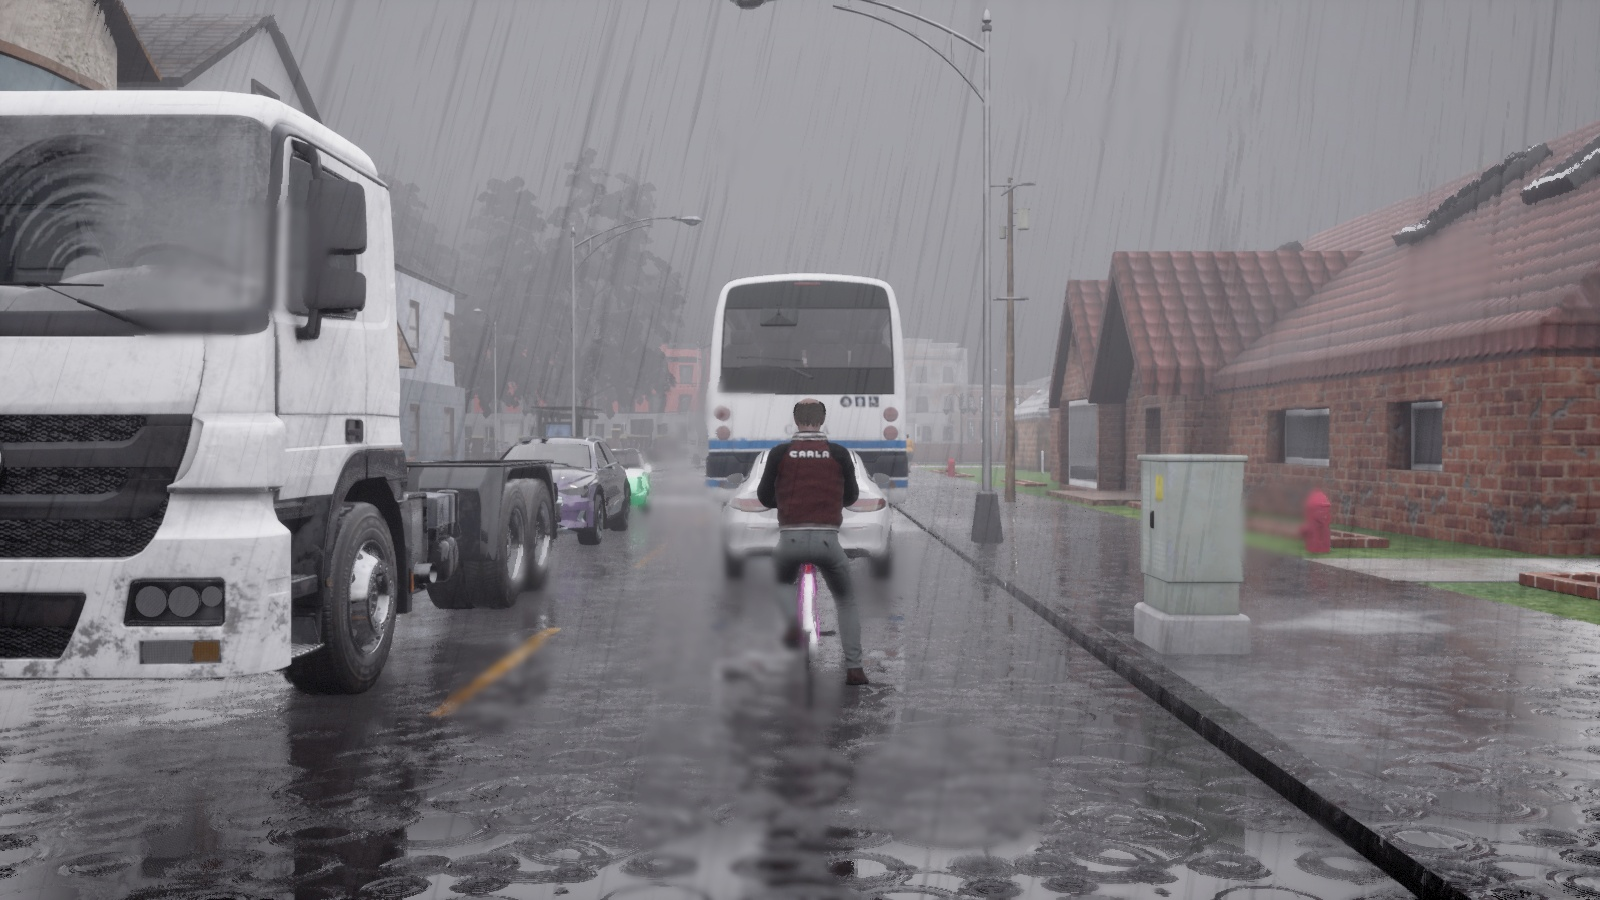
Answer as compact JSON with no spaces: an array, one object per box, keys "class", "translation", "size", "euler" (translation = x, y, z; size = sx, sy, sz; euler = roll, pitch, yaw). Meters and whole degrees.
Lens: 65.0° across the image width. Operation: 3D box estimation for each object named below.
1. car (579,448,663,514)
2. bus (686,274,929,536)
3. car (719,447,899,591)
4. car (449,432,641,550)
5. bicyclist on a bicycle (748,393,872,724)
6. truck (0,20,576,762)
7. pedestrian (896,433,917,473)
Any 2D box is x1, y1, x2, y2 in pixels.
[{"class":"car","translation":[-3.834,0.645,27.132],"size":[1.481,1.376,2.207],"euler":[0,0,0]},{"class":"bus","translation":[0.165,-0.774,25.559],"size":[3.944,4.253,10.273],"euler":[0,0,0]},{"class":"car","translation":[0.099,0.688,14.983],"size":[1.812,1.442,4.674],"euler":[0,0,0]},{"class":"car","translation":[-3.874,0.561,19.979],"size":[2.033,1.649,4.856],"euler":[0,0,0]},{"class":"bicyclist on a bicycle","translation":[0.057,0.574,7.649],"size":[0.659,1.776,1.843],"euler":[0,1,0]},{"class":"truck","translation":[-3.927,-0.294,9.837],"size":[2.891,3.462,7.936],"euler":[0,0,0]},{"class":"pedestrian","translation":[4.956,0.129,58.224],"size":[0.874,1.855,0.900],"euler":[0,0,-2]}]
